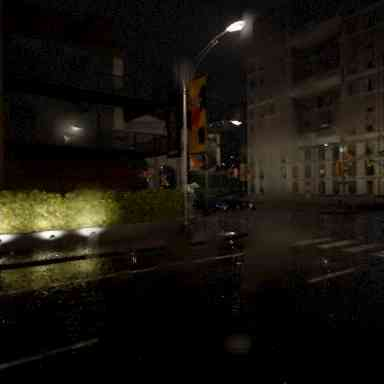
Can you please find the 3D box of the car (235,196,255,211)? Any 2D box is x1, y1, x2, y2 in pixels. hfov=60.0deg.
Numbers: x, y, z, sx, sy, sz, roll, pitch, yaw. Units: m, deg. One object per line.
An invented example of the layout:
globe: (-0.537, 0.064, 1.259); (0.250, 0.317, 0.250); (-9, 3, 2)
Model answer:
car: (4.622, 1.207, 35.960); (2.128, 1.511, 4.902); (-1, 0, -35)

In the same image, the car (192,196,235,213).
car: (1.830, 1.282, 33.845); (1.812, 1.442, 4.674); (-1, 0, -35)
